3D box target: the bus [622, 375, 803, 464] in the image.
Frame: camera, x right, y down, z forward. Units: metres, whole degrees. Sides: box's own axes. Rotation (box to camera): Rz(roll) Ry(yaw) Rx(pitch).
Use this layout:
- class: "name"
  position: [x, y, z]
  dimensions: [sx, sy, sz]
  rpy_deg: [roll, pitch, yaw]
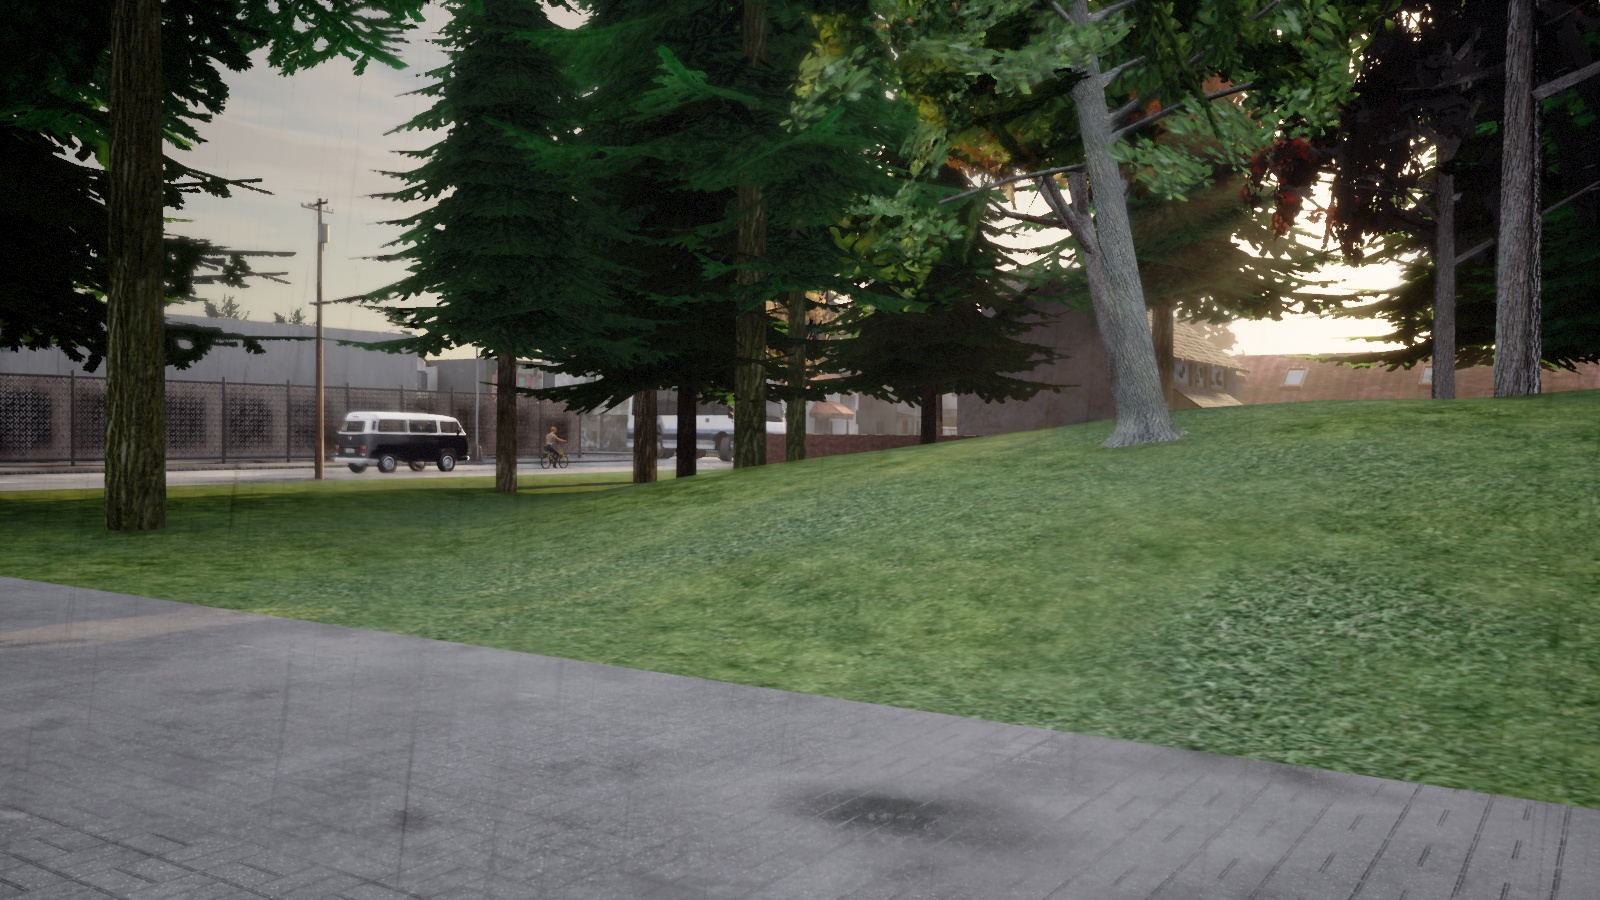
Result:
- class: "bus"
  position: [-4.787, -1.505, 66.191]
  dimensions: [3.944, 4.253, 10.273]
  rpy_deg: [2, -1, -42]

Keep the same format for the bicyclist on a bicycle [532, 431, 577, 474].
- class: "bicyclist on a bicycle"
  position: [-9.428, 0.094, 48.303]
  dimensions: [0.866, 1.612, 1.509]
  rpy_deg: [0, 1, 33]

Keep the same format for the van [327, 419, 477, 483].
- class: "van"
  position: [-13.355, -0.003, 42.402]
  dimensions: [2.069, 2.038, 4.480]
  rpy_deg: [0, 1, 34]
